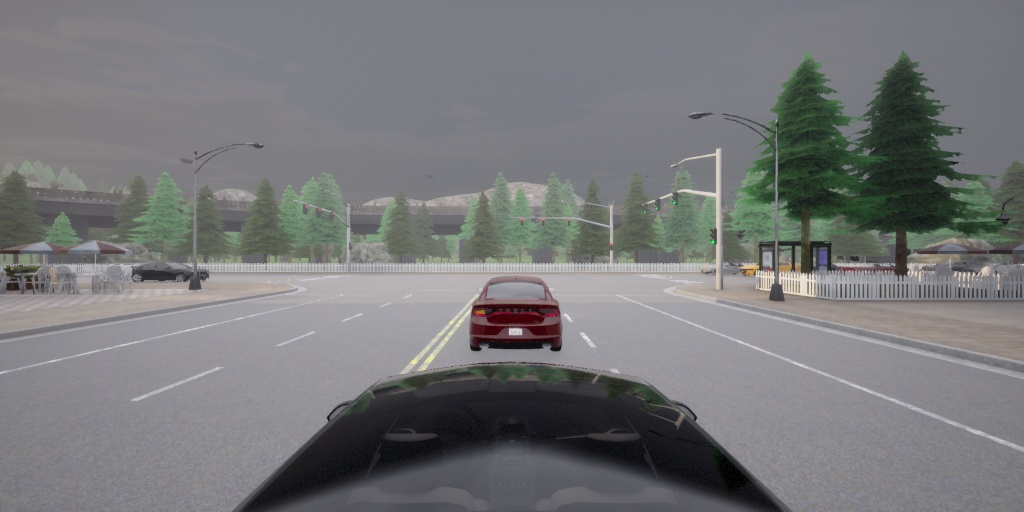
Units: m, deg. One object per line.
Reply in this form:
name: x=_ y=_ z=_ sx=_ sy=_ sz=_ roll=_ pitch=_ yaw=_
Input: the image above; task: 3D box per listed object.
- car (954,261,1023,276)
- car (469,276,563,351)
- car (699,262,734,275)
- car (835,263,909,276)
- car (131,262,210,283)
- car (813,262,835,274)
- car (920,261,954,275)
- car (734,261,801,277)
car: x=43.004 y=1.258 z=31.788 sx=4.181 sy=1.385 sz=1.994 roll=0 pitch=0 yaw=14
car: x=0.103 y=1.228 z=9.002 sx=1.882 sy=1.535 sz=5.008 roll=0 pitch=0 yaw=1
car: x=21.882 y=1.295 z=36.659 sx=4.718 sy=1.301 sz=1.895 roll=0 pitch=0 yaw=1
car: x=33.121 y=1.295 z=32.935 sx=4.718 sy=1.301 sz=1.895 roll=0 pitch=0 yaw=2
car: x=-25.069 y=1.172 z=26.265 sx=5.008 sy=1.535 sz=1.882 roll=0 pitch=0 yaw=0
car: x=31.051 y=1.295 z=36.510 sx=4.718 sy=1.301 sz=1.895 roll=0 pitch=0 yaw=2
car: x=43.525 y=1.200 z=35.277 sx=4.892 sy=1.490 sz=1.837 roll=0 pitch=0 yaw=13
car: x=23.818 y=1.172 z=33.127 sx=5.008 sy=1.535 sz=1.882 roll=0 pitch=0 yaw=1
